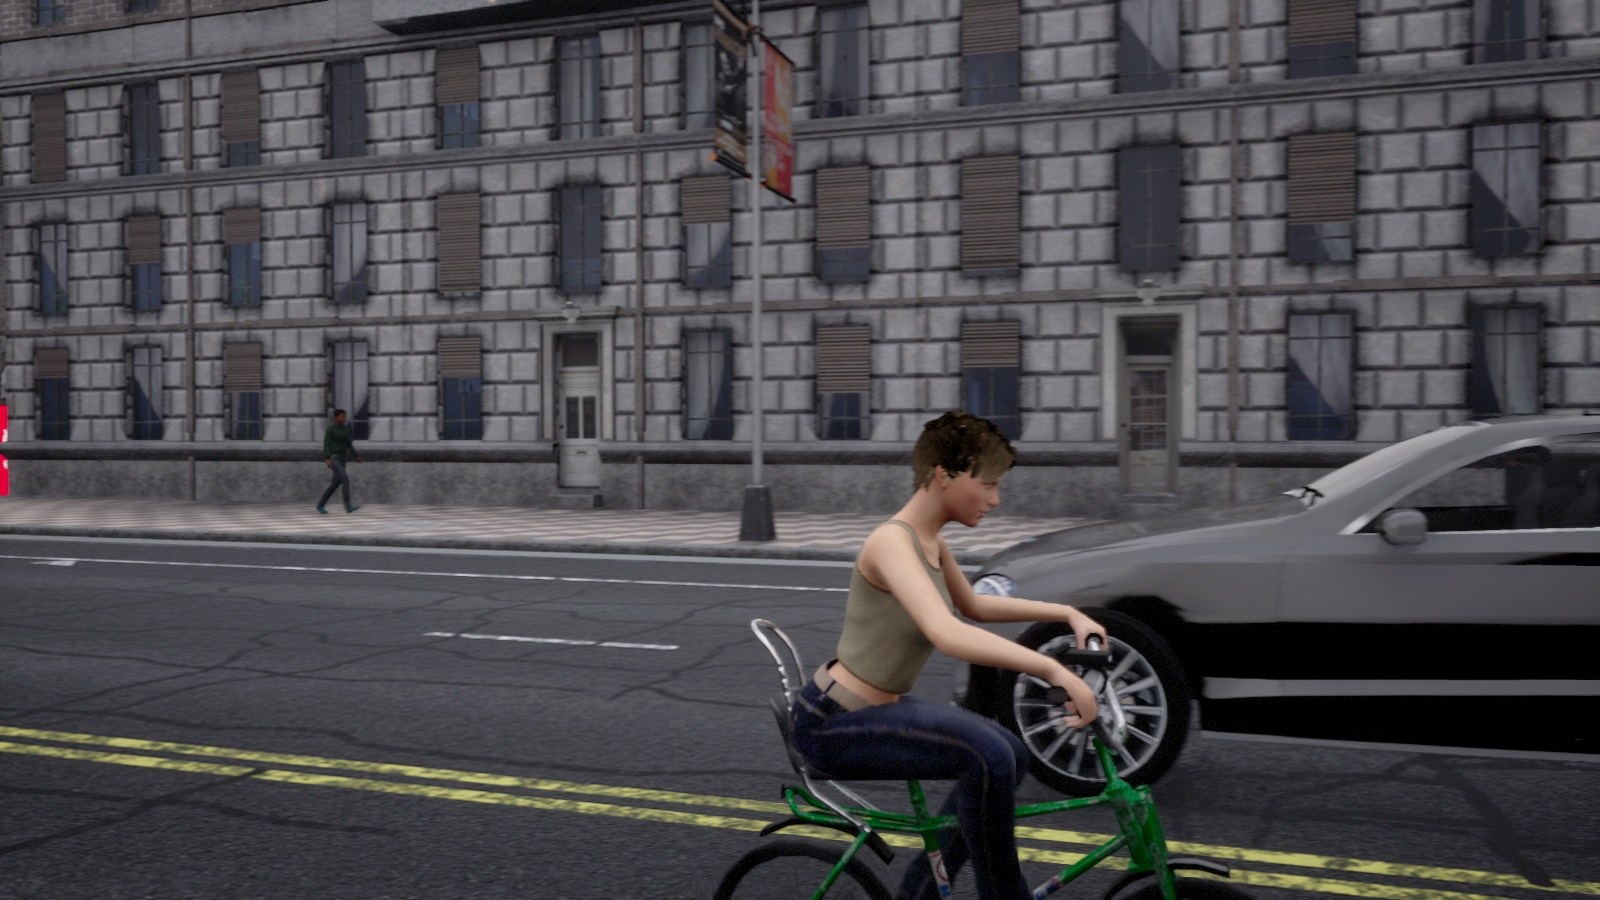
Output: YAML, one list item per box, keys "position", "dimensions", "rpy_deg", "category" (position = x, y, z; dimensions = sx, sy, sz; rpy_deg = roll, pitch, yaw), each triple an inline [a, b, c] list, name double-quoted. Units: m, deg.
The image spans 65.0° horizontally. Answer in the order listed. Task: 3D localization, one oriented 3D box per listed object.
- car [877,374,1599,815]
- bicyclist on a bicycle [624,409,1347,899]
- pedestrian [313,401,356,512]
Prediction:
- position: [3.062, 0.524, 5.805]
  dimensions: [5.027, 1.651, 2.152]
  rpy_deg: [1, 1, 17]
  category: "car"
- position: [0.452, 0.715, 3.035]
  dimensions: [1.509, 1.612, 0.866]
  rpy_deg: [1, 1, 19]
  category: "bicyclist on a bicycle"
- position: [-7.879, 0.103, 21.256]
  dimensions: [0.614, 1.847, 0.353]
  rpy_deg: [1, 1, 23]
  category: "pedestrian"
